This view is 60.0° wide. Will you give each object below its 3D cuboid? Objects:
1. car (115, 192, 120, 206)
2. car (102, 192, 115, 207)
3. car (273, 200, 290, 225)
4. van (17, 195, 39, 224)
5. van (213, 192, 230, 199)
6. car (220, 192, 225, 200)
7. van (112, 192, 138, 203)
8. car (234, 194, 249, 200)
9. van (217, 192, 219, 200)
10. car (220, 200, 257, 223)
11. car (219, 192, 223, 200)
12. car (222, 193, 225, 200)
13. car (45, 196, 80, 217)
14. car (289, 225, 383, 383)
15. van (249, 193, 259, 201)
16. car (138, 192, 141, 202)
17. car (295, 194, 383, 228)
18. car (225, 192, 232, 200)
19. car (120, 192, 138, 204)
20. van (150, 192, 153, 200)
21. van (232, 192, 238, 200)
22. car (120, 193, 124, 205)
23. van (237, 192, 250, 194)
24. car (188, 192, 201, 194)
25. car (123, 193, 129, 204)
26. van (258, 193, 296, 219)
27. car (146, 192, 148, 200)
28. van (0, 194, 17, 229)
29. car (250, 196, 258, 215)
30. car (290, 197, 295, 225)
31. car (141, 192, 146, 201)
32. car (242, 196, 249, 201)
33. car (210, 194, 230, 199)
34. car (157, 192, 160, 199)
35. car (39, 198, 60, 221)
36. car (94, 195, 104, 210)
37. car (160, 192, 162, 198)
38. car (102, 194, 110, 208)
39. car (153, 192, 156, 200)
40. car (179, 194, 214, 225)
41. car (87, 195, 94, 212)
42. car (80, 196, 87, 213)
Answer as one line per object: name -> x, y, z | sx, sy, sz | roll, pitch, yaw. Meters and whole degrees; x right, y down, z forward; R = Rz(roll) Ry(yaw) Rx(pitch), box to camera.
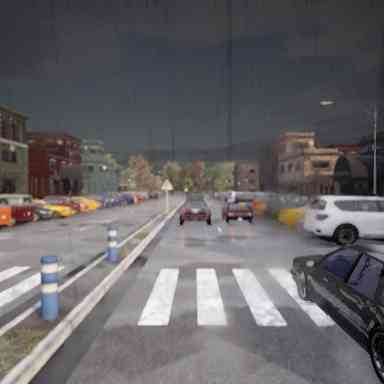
car -> -12.301, 1.128, 43.502 | 4.553, 1.767, 2.185 | 0, 0, 0
car -> -12.318, 1.138, 40.721 | 4.553, 1.767, 2.185 | 0, 0, 0
car -> 7.742, 1.419, 19.811 | 5.008, 1.535, 2.097 | 0, 0, 0
van -> -12.587, 1.132, 21.269 | 4.442, 1.987, 1.878 | 0, 0, 0
van -> 8.023, 1.042, 91.623 | 4.442, 1.987, 1.878 | 0, 0, 0
car -> 7.953, 1.253, 58.538 | 4.892, 1.521, 2.231 | 0, 0, 0
van -> -12.111, 0.987, 60.175 | 4.442, 1.987, 1.878 | 0, 0, 0
car -> 7.653, 1.326, 36.482 | 5.366, 1.575, 1.946 | 0, 0, 0
van -> 7.886, 1.016, 66.685 | 4.442, 1.987, 1.878 | 0, 0, 0
car -> 3.226, 1.511, 24.476 | 1.895, 1.301, 4.718 | 0, 0, 0
car -> 8.159, 1.245, 61.293 | 5.366, 1.575, 1.946 | 0, 0, 0
car -> 7.973, 1.288, 55.780 | 4.792, 1.488, 2.163 | 0, 0, 0
car -> -12.251, 1.328, 26.827 | 5.366, 1.575, 1.946 | 0, 0, 0
car -> 3.123, 1.549, 5.156 | 2.033, 1.411, 5.357 | 0, 0, 1
van -> 7.925, 1.132, 30.965 | 4.442, 1.987, 1.878 | 0, 0, 0
car -> -12.060, 1.214, 57.395 | 5.366, 1.575, 1.946 | 0, 0, 0
car -> 7.747, 1.196, 14.417 | 5.566, 2.045, 2.435 | 0, 0, 0
car -> 7.927, 1.030, 47.509 | 5.566, 2.045, 2.435 | 0, 0, 0
car -> -12.234, 0.970, 54.618 | 5.566, 2.045, 2.435 | 0, 0, 0
van -> -12.007, 0.987, 76.847 | 4.442, 1.987, 1.878 | 0, 0, 0
van -> 8.000, 1.067, 44.750 | 4.442, 1.987, 1.878 | 0, 0, 0
car -> -12.312, 1.283, 46.282 | 4.674, 1.452, 2.002 | 0, 0, 0
van -> 7.971, 1.089, 39.238 | 4.442, 1.987, 1.878 | 0, 0, 0
car -> 0.323, 1.043, 40.743 | 2.150, 2.045, 5.566 | 0, 0, 0
car -> -12.291, 1.236, 49.060 | 4.892, 1.521, 2.231 | 0, 0, 0
van -> 7.662, 1.163, 25.451 | 4.442, 1.987, 1.878 | 0, 0, 0
car -> -12.146, 1.237, 68.512 | 4.792, 1.488, 2.163 | 0, 0, 0
van -> -12.605, 1.146, 18.490 | 4.442, 1.987, 1.878 | 0, 0, 0
car -> 7.799, 1.373, 28.209 | 5.008, 1.535, 2.097 | 0, 0, 0
car -> 7.763, 1.308, 17.053 | 4.553, 1.767, 2.185 | 0, 0, 0
car -> -12.182, 0.958, 62.952 | 5.566, 2.045, 2.435 | 0, 0, 0
car -> 7.821, 1.383, 33.723 | 4.674, 1.452, 2.002 | 0, 0, 0
car -> 7.969, 1.272, 94.381 | 5.366, 1.575, 1.946 | 0, 0, 0
car -> -12.026, 0.985, 87.840 | 5.566, 2.045, 2.435 | 0, 0, 0
car -> -12.456, 1.385, 24.049 | 4.674, 1.452, 2.002 | 0, 0, 0
car -> -12.380, 1.289, 35.167 | 5.008, 1.535, 2.097 | 0, 0, 0
car -> -12.048, 1.003, 93.525 | 5.566, 2.045, 2.435 | 0, 0, 0
car -> -12.373, 1.277, 37.944 | 4.892, 1.521, 2.231 | 0, 0, 0
car -> -12.134, 0.966, 79.628 | 5.566, 2.045, 2.435 | 0, 0, 0
car -> 0.228, 1.265, 23.576 | 2.097, 1.767, 4.553 | 0, 0, 0
car -> -12.433, 1.176, 32.386 | 4.553, 1.767, 2.185 | 0, 0, 0
car -> -12.413, 1.316, 29.607 | 5.008, 1.535, 2.097 | 0, 0, 0
